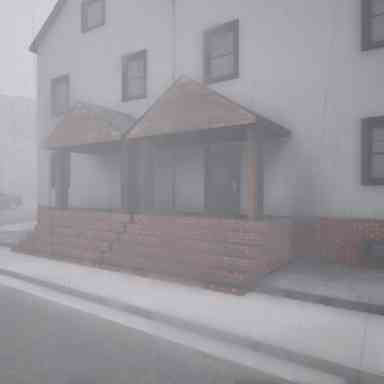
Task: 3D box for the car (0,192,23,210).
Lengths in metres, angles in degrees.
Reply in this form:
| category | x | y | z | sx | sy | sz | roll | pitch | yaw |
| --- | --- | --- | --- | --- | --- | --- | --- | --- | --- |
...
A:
| category | x | y | z | sx | sy | sz | roll | pitch | yaw |
| --- | --- | --- | --- | --- | --- | --- | --- | --- | --- |
| car | -16.157 | 0.877 | 26.523 | 1.837 | 1.490 | 4.892 | 0 | 7 | 35 |
